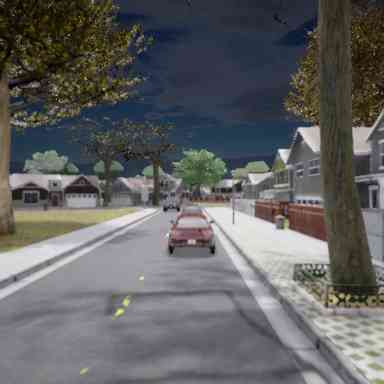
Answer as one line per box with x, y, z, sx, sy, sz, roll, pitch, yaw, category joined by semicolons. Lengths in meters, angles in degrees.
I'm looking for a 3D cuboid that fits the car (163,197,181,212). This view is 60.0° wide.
-2.756;1.659;46.501;2.150;2.045;5.566;0;-1;0;car

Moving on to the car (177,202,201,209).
-0.002;1.827;28.992;2.033;1.411;5.357;0;-1;0;car

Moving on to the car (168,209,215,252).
0.004;1.663;14.387;1.812;1.442;4.674;0;0;0;car
